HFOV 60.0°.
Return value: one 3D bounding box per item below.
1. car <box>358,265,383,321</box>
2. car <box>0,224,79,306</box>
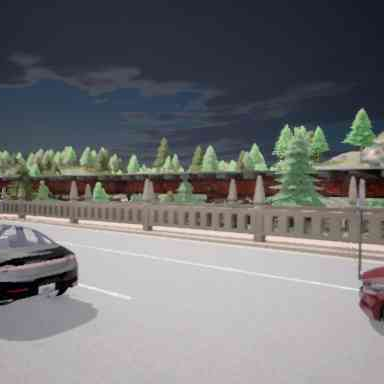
[{"bbox_3d":[4.976,1.532,4.735,4.674,1.442,1.812,0,0,36],"label":"car"},{"bbox_3d":[-4.497,1.454,7.202,4.902,1.511,2.128,0,0,36],"label":"car"}]
